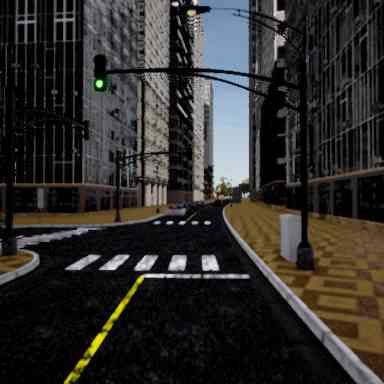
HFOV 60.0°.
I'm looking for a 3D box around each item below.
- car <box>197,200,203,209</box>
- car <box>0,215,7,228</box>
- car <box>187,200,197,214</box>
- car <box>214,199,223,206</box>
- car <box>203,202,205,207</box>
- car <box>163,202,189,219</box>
[{"bbox_3d":[0.068,2.204,54.322,2.033,1.411,5.357,0,-1,7],"label":"car"},{"bbox_3d":[-16.623,2.187,25.712,4.403,1.369,2.008,-1,0,9],"label":"car"},{"bbox_3d":[-0.993,2.031,43.944,2.128,1.511,4.902,0,-1,5],"label":"car"},{"bbox_3d":[6.087,2.386,76.071,1.837,1.490,4.892,0,-1,9],"label":"car"},{"bbox_3d":[1.408,2.318,64.861,2.033,1.411,5.357,0,-1,8],"label":"car"},{"bbox_3d":[-1.762,2.031,34.628,1.895,1.301,4.718,0,-1,4],"label":"car"}]
